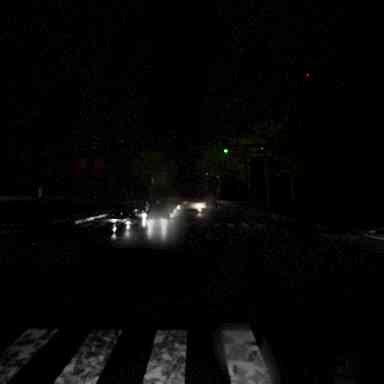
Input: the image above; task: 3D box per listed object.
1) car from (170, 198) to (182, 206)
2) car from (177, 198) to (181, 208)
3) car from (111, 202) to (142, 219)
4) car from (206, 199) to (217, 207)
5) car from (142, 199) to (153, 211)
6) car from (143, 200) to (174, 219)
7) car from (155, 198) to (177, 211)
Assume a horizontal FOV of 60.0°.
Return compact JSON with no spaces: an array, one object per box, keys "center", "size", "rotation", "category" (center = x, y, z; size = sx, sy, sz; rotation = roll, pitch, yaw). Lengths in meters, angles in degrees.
[{"center":[-3.183,1.929,66.203],"size":[2.128,1.511,4.902],"rotation":[0,0,0],"category":"car"},{"center":[-3.200,1.831,51.034],"size":[2.128,1.511,4.902],"rotation":[0,0,0],"category":"car"},{"center":[-6.378,1.783,31.971],"size":[1.994,1.385,4.181],"rotation":[0,0,-1],"category":"car"},{"center":[3.451,1.914,59.045],"size":[1.812,1.442,4.674],"rotation":[0,0,0],"category":"car"},{"center":[-6.414,1.882,41.806],"size":[1.895,1.301,4.718],"rotation":[0,0,0],"category":"car"},{"center":[-3.123,1.781,31.831],"size":[1.994,1.385,4.181],"rotation":[0,0,0],"category":"car"},{"center":[-3.160,1.752,40.797],"size":[1.882,1.535,5.008],"rotation":[0,0,0],"category":"car"}]
